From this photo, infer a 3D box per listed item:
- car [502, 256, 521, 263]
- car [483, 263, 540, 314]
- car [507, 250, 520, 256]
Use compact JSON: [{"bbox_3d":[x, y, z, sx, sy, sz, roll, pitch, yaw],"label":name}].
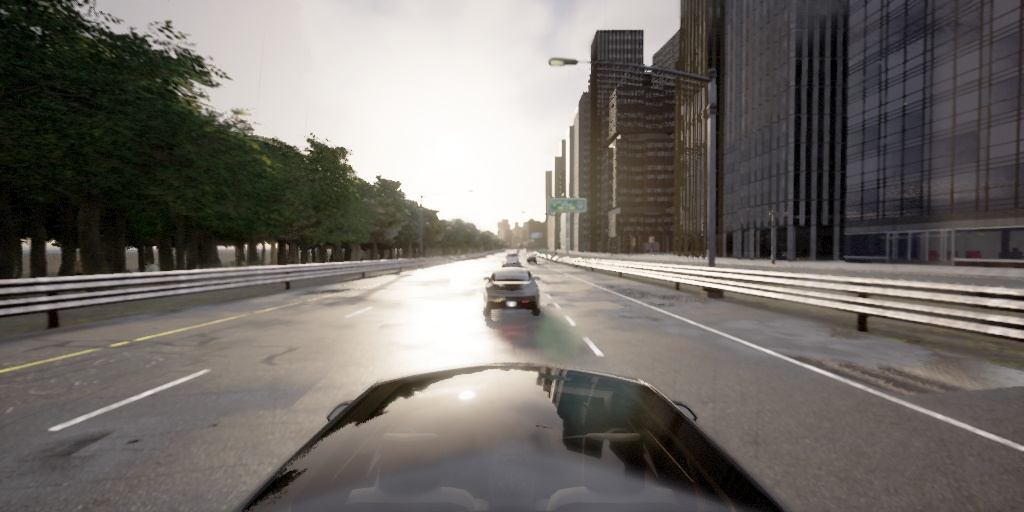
[{"bbox_3d":[-0.032,1.003,35.233,2.128,1.511,4.902,0,0,0],"label":"car"},{"bbox_3d":[-0.012,1.179,13.240,1.837,1.490,4.892,0,0,0],"label":"car"},{"bbox_3d":[0.049,0.530,57.623,2.150,2.045,5.566,0,1,0],"label":"car"}]
